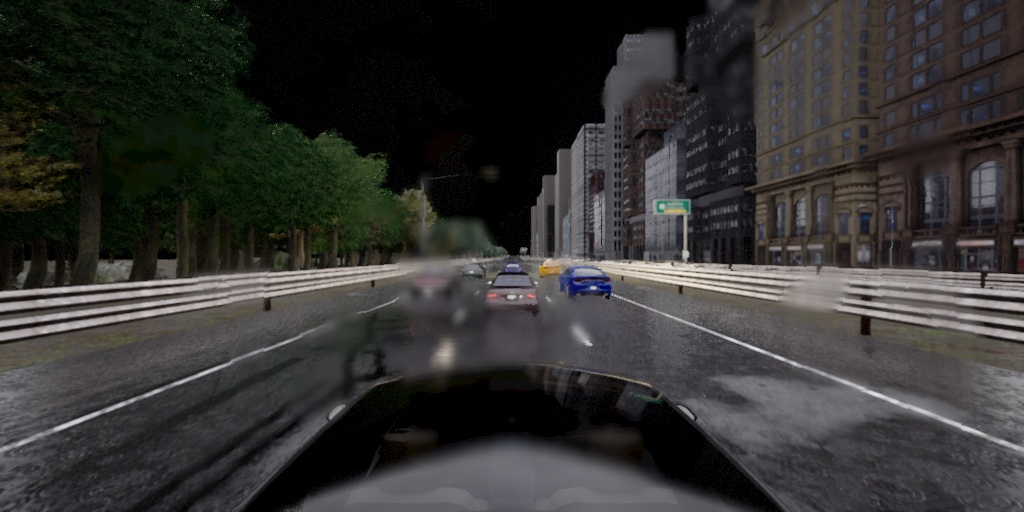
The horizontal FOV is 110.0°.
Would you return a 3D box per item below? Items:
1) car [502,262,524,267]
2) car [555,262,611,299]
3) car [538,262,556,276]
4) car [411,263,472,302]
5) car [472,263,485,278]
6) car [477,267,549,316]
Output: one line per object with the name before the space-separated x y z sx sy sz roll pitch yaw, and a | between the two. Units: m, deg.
car | 0.083 1.317 33.135 1.812 1.442 4.674 0 0 0
car | 3.578 1.245 18.153 1.882 1.535 5.008 0 0 0
car | 3.583 1.270 33.802 1.882 1.535 5.008 0 0 0
car | -3.428 1.258 17.192 2.128 1.511 4.902 0 0 0
car | -3.422 1.354 32.612 1.994 1.385 4.181 0 0 0
car | 0.048 1.308 13.464 2.033 1.411 5.357 0 0 1
